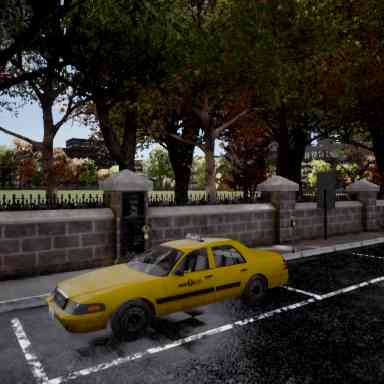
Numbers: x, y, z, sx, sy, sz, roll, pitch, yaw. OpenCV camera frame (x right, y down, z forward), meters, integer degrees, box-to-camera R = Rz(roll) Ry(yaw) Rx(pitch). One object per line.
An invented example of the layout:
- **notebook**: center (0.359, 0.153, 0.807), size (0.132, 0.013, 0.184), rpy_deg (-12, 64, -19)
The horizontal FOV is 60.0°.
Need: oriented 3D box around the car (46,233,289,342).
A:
- **car**: center (-0.171, 1.525, 6.448), size (4.829, 1.417, 1.752), rpy_deg (0, 0, -36)
